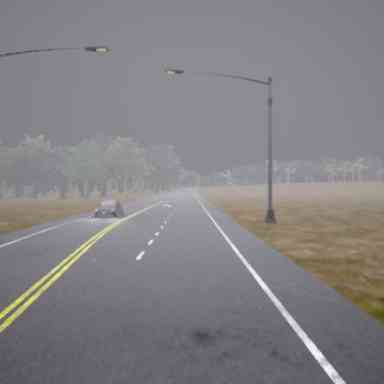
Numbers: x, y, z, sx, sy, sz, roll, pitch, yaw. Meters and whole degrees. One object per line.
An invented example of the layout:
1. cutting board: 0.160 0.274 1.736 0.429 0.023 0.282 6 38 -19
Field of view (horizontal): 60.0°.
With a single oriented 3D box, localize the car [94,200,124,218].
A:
1. car: -7.231 1.427 29.442 1.812 1.442 4.674 0 0 -1
